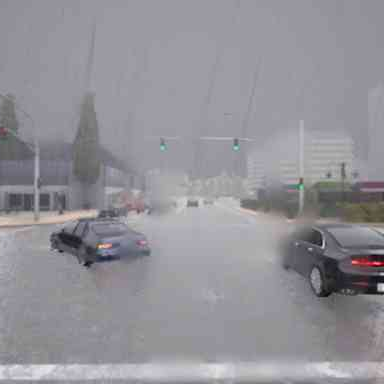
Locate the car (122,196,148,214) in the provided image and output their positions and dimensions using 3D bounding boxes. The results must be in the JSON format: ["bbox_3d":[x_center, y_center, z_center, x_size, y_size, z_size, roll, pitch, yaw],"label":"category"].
[{"bbox_3d":[-7.067,1.495,40.185,2.150,2.045,5.566,0,0,0],"label":"car"}]

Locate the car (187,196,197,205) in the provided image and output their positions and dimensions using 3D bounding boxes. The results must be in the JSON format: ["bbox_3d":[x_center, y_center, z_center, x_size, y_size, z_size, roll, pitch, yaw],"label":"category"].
[{"bbox_3d":[0.039,1.845,72.417,2.097,1.767,4.553,0,0,0],"label":"car"}]

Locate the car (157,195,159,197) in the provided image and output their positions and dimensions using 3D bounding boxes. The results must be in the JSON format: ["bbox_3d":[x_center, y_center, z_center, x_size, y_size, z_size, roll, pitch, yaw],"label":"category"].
[{"bbox_3d":[-6.967,1.634,60.762,2.150,2.045,5.566,0,0,0],"label":"car"}]

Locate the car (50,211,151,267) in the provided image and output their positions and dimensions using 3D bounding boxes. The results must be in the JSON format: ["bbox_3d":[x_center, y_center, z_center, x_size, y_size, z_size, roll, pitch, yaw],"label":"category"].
[{"bbox_3d":[-3.480,1.629,11.880,2.033,1.411,5.357,0,-1,-37],"label":"car"}]

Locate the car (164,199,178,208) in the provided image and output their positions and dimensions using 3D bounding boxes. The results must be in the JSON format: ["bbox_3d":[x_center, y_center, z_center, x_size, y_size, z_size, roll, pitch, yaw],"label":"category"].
[{"bbox_3d":[-3.499,1.937,54.969,1.994,1.385,4.181,0,0,0],"label":"car"}]

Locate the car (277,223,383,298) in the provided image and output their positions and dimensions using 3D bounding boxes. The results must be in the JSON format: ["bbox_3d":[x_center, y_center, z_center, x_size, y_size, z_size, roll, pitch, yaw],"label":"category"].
[{"bbox_3d":[3.603,1.562,8.613,1.837,1.490,4.892,0,-1,0],"label":"car"}]

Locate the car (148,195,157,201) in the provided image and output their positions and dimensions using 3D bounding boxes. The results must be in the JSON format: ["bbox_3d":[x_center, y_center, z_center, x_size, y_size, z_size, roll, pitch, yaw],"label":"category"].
[{"bbox_3d":[-7.034,1.693,50.112,2.097,1.767,4.553,0,0,0],"label":"car"}]

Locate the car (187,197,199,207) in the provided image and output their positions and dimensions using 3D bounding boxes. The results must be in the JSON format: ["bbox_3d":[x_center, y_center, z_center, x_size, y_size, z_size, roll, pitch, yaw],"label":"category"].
[{"bbox_3d":[0.132,1.876,58.795,1.882,1.535,5.008,0,-1,0],"label":"car"}]

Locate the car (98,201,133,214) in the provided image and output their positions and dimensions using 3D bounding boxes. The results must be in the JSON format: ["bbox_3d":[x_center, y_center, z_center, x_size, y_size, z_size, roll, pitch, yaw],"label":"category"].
[{"bbox_3d":[-7.130,1.810,30.540,1.895,1.301,4.718,0,0,2],"label":"car"}]

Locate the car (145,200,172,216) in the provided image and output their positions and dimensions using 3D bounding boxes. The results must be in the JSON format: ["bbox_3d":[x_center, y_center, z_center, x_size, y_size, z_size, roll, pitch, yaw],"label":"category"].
[{"bbox_3d":[-3.578,1.845,35.832,1.895,1.301,4.718,0,0,0],"label":"car"}]

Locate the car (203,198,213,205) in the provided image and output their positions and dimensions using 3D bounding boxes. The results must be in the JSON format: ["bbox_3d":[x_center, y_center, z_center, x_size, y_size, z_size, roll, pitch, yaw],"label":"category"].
[{"bbox_3d":[3.540,2.045,72.806,1.994,1.385,4.181,0,0,0],"label":"car"}]

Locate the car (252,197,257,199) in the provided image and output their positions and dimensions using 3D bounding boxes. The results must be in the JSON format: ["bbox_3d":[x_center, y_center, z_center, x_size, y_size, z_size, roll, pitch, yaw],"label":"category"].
[{"bbox_3d":[17.815,1.730,85.802,4.605,1.855,1.932,0,0,-2],"label":"car"}]

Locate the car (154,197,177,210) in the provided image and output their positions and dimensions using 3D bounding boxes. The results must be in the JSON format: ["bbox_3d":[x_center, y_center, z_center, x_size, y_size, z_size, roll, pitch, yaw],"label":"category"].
[{"bbox_3d":[-3.560,1.798,45.103,2.128,1.511,4.902,0,0,0],"label":"car"}]
